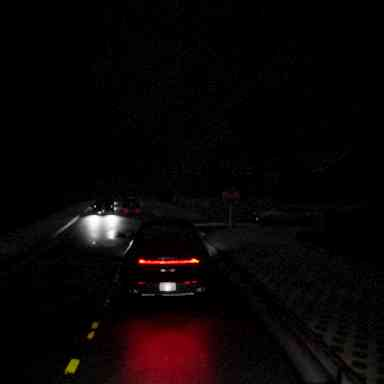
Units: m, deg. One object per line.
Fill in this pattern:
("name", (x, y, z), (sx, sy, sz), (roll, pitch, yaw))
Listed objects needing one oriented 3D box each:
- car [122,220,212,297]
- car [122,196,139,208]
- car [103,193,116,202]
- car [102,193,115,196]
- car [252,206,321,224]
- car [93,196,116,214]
("car", (-0.649, 1.466, 8.480), (1.837, 1.490, 4.892), (0, 0, -5))
("car", (-7.773, 1.179, 42.108), (1.812, 1.442, 4.674), (0, 0, -13))
("car", (-14.409, 0.990, 58.340), (1.882, 1.535, 5.008), (0, 0, -11))
("car", (-10.855, 1.120, 42.421), (1.837, 1.490, 4.892), (1, 2, -12))
("car", (6.880, 1.695, 24.498), (4.718, 1.301, 1.895), (1, -2, -11))
("car", (-8.274, 1.331, 31.320), (1.895, 1.301, 4.718), (0, 1, -13))
